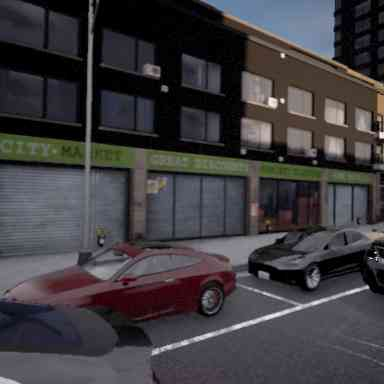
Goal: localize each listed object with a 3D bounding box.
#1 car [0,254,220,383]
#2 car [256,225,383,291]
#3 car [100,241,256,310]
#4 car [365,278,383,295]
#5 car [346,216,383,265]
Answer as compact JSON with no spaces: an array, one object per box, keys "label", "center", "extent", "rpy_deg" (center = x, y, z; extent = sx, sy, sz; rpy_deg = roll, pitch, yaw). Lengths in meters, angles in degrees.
[{"label":"car","center":[-2.456,1.480,1.614],"extent":[4.902,1.511,2.128],"rpy_deg":[1,-1,-35]},{"label":"car","center":[3.516,1.659,9.295],"extent":[4.313,1.339,1.947],"rpy_deg":[1,0,-36]},{"label":"car","center":[-1.029,1.612,6.048],"extent":[4.206,1.307,1.802],"rpy_deg":[1,0,-36]},{"label":"car","center":[6.318,1.330,7.881],"extent":[5.566,2.045,2.150],"rpy_deg":[1,0,-36]},{"label":"car","center":[7.924,1.679,12.442],"extent":[4.829,1.417,1.752],"rpy_deg":[1,0,-36]}]
